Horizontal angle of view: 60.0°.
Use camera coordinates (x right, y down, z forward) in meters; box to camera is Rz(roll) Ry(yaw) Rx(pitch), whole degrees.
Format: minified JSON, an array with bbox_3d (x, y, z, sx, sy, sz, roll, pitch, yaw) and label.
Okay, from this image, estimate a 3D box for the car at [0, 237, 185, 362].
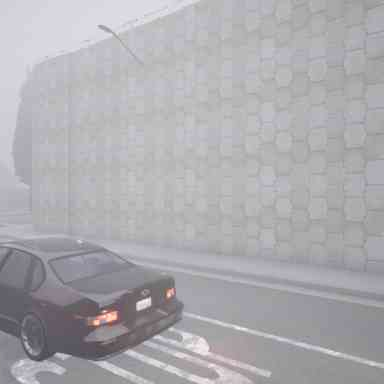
[{"bbox_3d":[-2.693,1.547,5.902,5.357,1.411,2.033,0,0,35],"label":"car"}]
